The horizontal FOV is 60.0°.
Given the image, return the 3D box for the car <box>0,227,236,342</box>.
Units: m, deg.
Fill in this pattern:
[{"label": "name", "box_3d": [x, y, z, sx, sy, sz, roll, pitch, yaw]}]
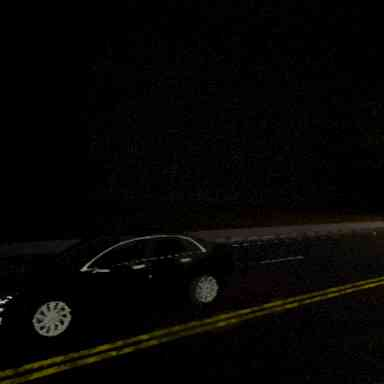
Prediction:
[{"label": "car", "box_3d": [-1.356, 1.509, 6.529, 4.892, 1.490, 1.837, 1, 0, -34]}]
